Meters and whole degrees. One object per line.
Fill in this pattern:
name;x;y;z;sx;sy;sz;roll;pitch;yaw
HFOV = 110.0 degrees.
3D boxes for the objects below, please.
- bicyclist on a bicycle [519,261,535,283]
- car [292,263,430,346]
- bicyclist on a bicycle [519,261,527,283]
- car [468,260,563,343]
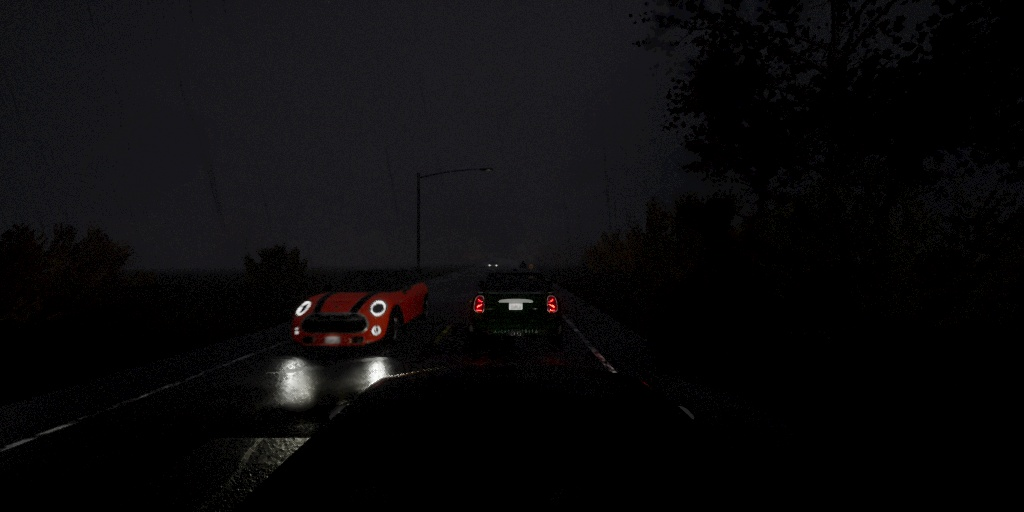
bicyclist on a bicycle;0.905;1.181;17.127;0.866;1.612;1.509;0;0;0
car;-3.626;1.099;9.463;2.097;1.767;4.553;0;0;0
bicyclist on a bicycle;0.842;1.193;27.244;0.582;1.620;1.656;0;0;0
car;0.073;1.099;9.783;2.097;1.767;4.553;0;0;0
